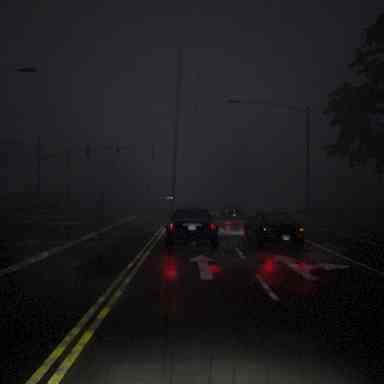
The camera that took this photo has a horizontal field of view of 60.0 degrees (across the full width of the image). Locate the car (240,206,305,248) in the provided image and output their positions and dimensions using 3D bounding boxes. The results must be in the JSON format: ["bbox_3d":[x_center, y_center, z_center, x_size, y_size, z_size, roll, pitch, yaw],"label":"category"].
[{"bbox_3d":[3.500,1.531,14.650,1.812,1.442,4.674,0,0,0],"label":"car"}]

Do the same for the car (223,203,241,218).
[{"bbox_3d":[3.500,1.615,29.680,1.895,1.301,4.718,0,0,0],"label":"car"}]

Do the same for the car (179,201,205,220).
[{"bbox_3d":[0.000,1.561,29.650,2.033,1.411,5.357,0,0,0],"label":"car"}]

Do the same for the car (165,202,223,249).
[{"bbox_3d":[0.000,1.364,14.620,2.097,1.767,4.553,0,0,0],"label":"car"}]
